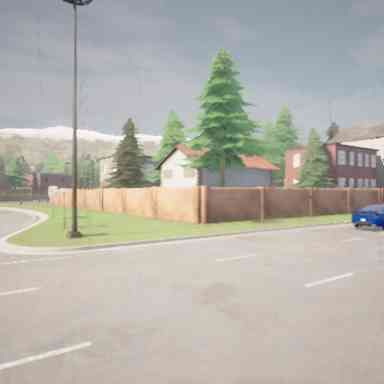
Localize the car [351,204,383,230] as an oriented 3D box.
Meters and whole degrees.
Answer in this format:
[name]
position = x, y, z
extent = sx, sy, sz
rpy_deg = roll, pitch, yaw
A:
[car]
position = 12.033, 1.488, 20.928
extent = 5.008, 1.535, 1.882
rpy_deg = 0, 0, -36
